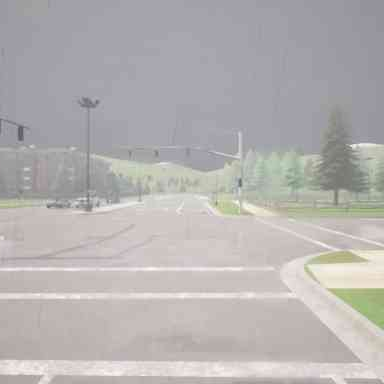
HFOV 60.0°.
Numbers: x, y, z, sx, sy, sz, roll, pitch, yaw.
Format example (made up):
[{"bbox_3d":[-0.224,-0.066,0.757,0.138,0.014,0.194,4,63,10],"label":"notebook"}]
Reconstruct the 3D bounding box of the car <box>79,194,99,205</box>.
[{"bbox_3d":[-18.473,1.349,59.939,2.097,1.767,4.553,0,0,1],"label":"car"}]

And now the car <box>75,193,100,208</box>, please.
[{"bbox_3d":[-15.043,1.220,48.129,2.150,2.045,5.566,0,0,0],"label":"car"}]

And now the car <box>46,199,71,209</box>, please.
[{"bbox_3d":[-18.547,1.599,46.397,1.895,1.301,4.718,0,0,0],"label":"car"}]

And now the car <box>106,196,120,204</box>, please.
[{"bbox_3d":[-14.941,1.491,63.079,2.128,1.511,4.902,0,0,0],"label":"car"}]
